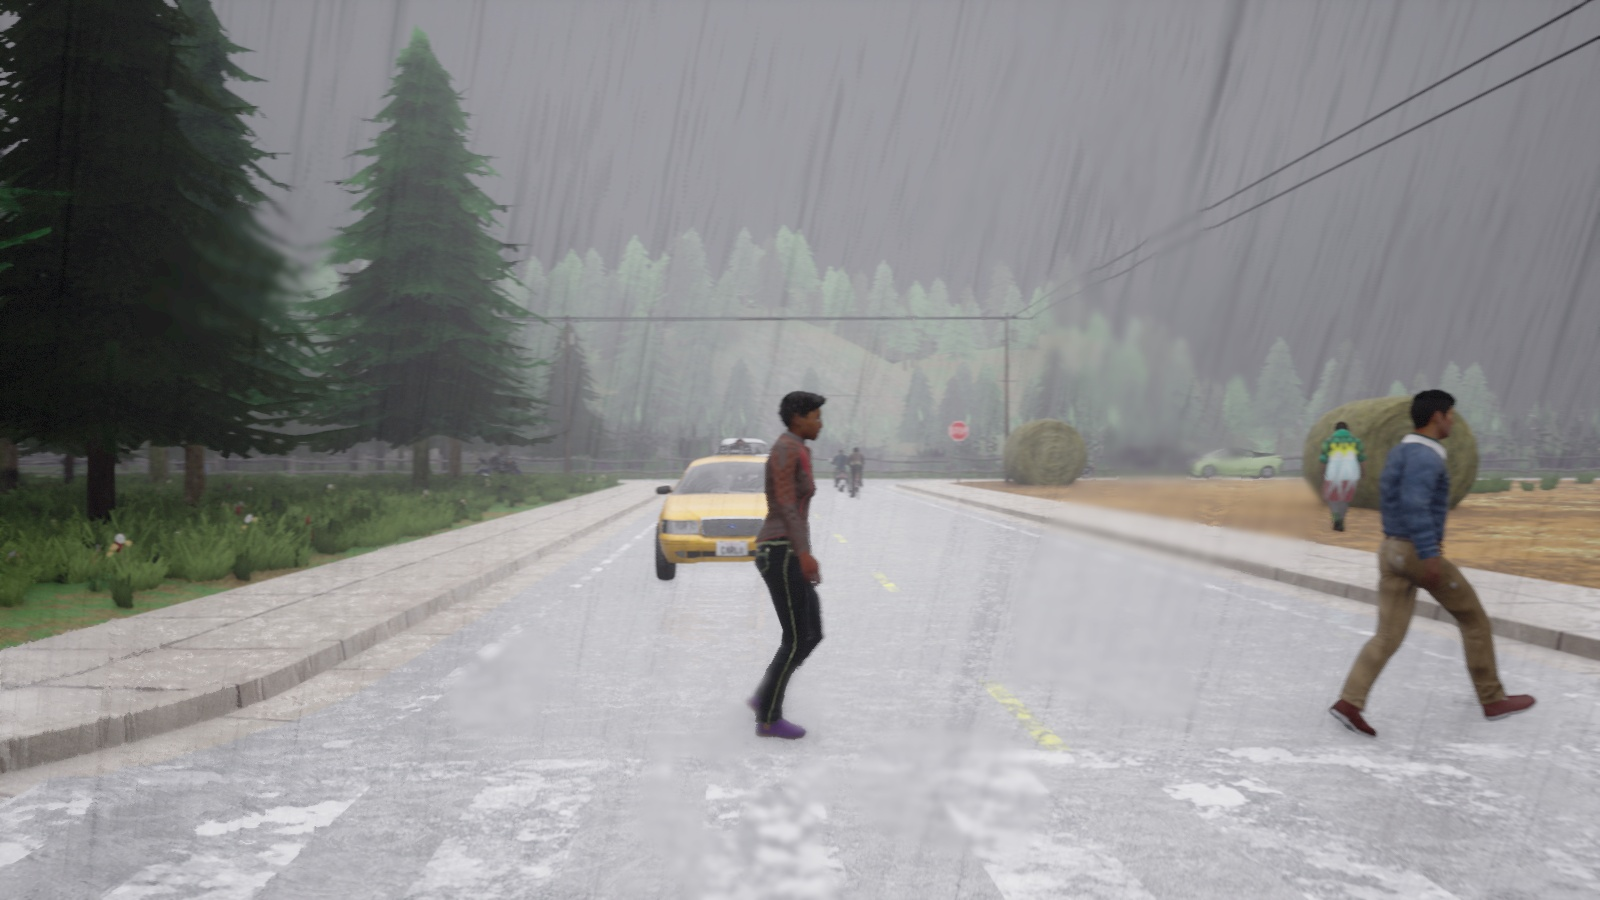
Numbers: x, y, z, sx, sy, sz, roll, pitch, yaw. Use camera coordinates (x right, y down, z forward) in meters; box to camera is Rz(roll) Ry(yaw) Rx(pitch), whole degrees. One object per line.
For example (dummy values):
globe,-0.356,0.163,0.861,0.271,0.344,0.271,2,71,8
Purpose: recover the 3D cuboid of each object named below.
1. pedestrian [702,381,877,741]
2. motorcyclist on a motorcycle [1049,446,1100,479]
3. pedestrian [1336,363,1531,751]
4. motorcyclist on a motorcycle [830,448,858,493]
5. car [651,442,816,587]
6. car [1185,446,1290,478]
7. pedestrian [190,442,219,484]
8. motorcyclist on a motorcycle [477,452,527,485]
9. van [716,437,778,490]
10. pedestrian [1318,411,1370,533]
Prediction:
pedestrian,-0.056,0.558,6.483,0.869,1.805,0.328,0,0,-1
motorcyclist on a motorcycle,13.680,0.626,62.676,2.350,1.649,0.766,-1,0,1
pedestrian,3.275,0.538,6.525,0.788,1.949,0.423,0,0,0
motorcyclist on a motorcycle,1.578,0.727,45.611,0.866,1.590,1.817,0,0,-2
car,-0.827,0.711,16.439,1.801,1.575,5.366,0,0,-2
car,21.775,0.574,62.587,4.514,1.525,2.007,0,0,1
pedestrian,-26.480,0.569,55.859,0.900,1.855,0.874,0,0,-2
motorcyclist on a motorcycle,-14.104,0.873,59.481,2.191,1.530,0.866,0,0,1
van,-2.201,0.522,50.993,2.069,2.038,4.480,0,0,-8
pedestrian,8.949,0.353,20.675,0.659,1.952,0.873,0,0,15
